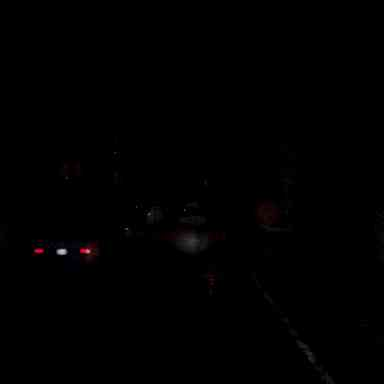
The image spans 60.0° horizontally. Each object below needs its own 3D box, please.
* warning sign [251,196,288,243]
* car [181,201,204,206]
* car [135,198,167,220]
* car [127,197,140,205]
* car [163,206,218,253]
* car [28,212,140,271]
[{"bbox_3d":[3.216,1.111,13.973,1.300,1.860,1.060,0,0,0],"label":"warning sign"},{"bbox_3d":[0.024,1.515,28.638,1.812,1.442,4.674,0,0,1],"label":"car"},{"bbox_3d":[-3.231,1.496,27.995,1.837,1.490,4.892,0,0,1],"label":"car"},{"bbox_3d":[-9.852,1.591,57.329,1.895,1.301,4.718,0,0,1],"label":"car"},{"bbox_3d":[0.036,1.520,13.643,1.812,1.442,4.674,0,0,0],"label":"car"},{"bbox_3d":[-3.240,1.544,10.818,2.033,1.411,5.357,0,0,0],"label":"car"}]
